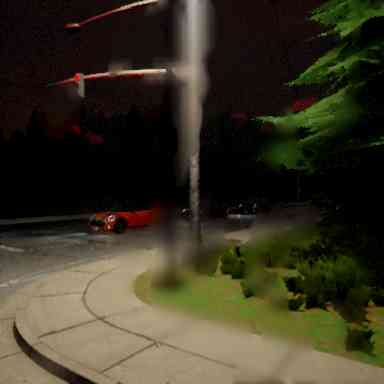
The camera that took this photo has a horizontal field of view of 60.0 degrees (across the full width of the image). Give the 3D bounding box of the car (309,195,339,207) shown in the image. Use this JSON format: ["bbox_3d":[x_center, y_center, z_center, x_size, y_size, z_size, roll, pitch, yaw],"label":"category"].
[{"bbox_3d":[16.745,1.262,42.677,2.150,2.045,5.566,0,0,36],"label":"car"}]

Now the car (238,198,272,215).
[{"bbox_3d":[6.701,1.415,35.116,2.097,1.767,4.553,0,0,36],"label":"car"}]

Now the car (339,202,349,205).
[{"bbox_3d":[23.056,1.531,51.136,2.128,1.511,4.902,0,0,37],"label":"car"}]

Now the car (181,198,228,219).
[{"bbox_3d":[1.106,1.414,27.126,2.097,1.767,4.553,0,0,35],"label":"car"}]

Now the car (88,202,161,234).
[{"bbox_3d":[-3.914,1.413,19.884,2.097,1.767,4.553,0,0,35],"label":"car"}]
